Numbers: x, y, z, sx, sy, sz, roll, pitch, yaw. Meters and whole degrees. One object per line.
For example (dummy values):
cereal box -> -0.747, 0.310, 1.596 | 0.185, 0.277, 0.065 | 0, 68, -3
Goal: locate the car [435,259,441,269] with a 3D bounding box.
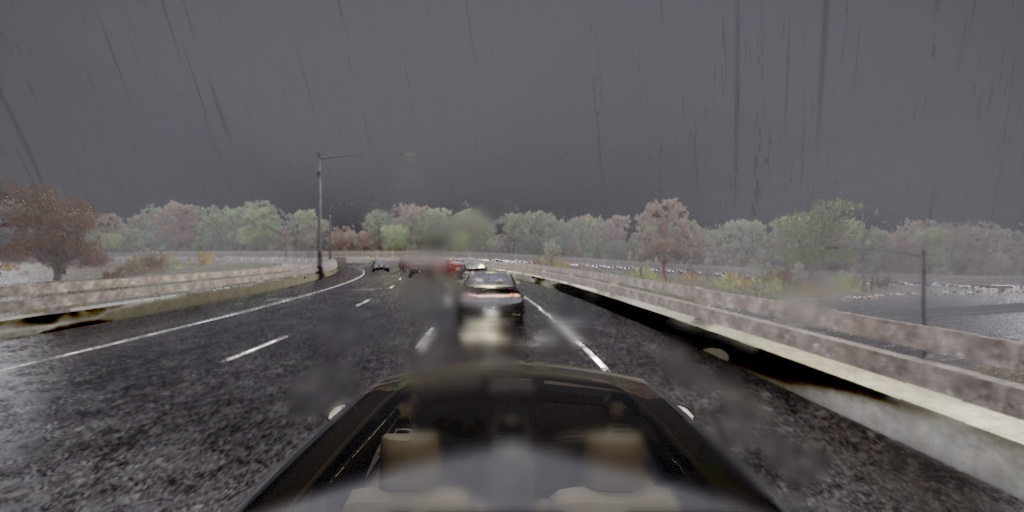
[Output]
car -> -9.764, 1.124, 46.425 | 1.994, 1.385, 4.181 | 0, 0, -24

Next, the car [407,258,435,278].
car -> -8.332, 1.126, 32.571 | 1.837, 1.490, 4.892 | 0, 0, -17

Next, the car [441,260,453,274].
car -> -5.497, 1.083, 35.157 | 1.882, 1.535, 5.008 | 0, 0, -18

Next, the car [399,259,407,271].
car -> -13.029, 1.046, 45.185 | 1.882, 1.535, 5.008 | 0, 1, -23

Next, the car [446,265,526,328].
car -> -0.699, 1.199, 11.295 | 2.128, 1.511, 4.902 | 0, 0, -5

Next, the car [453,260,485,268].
car -> -2.549, 1.145, 23.549 | 2.128, 1.511, 4.902 | 0, 0, -12

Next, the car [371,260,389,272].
car -> -15.765, 1.129, 42.858 | 2.033, 1.411, 5.357 | 0, 0, -24
